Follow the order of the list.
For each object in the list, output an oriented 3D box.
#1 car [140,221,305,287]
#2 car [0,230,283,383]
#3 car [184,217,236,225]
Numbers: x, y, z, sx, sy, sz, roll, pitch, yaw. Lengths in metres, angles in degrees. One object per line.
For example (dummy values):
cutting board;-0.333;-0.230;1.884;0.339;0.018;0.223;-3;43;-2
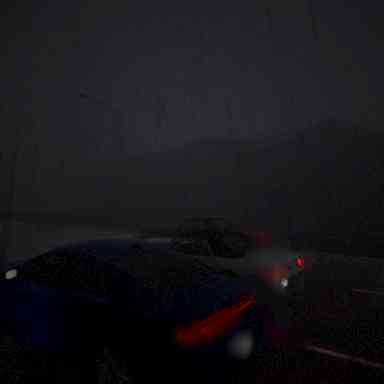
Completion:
car;0.139;1.592;8.186;4.718;1.301;1.895;0;0;35
car;-1.438;1.470;5.010;5.008;1.535;1.882;0;0;36
car;0.217;1.587;12.429;4.718;1.301;1.895;0;0;35
